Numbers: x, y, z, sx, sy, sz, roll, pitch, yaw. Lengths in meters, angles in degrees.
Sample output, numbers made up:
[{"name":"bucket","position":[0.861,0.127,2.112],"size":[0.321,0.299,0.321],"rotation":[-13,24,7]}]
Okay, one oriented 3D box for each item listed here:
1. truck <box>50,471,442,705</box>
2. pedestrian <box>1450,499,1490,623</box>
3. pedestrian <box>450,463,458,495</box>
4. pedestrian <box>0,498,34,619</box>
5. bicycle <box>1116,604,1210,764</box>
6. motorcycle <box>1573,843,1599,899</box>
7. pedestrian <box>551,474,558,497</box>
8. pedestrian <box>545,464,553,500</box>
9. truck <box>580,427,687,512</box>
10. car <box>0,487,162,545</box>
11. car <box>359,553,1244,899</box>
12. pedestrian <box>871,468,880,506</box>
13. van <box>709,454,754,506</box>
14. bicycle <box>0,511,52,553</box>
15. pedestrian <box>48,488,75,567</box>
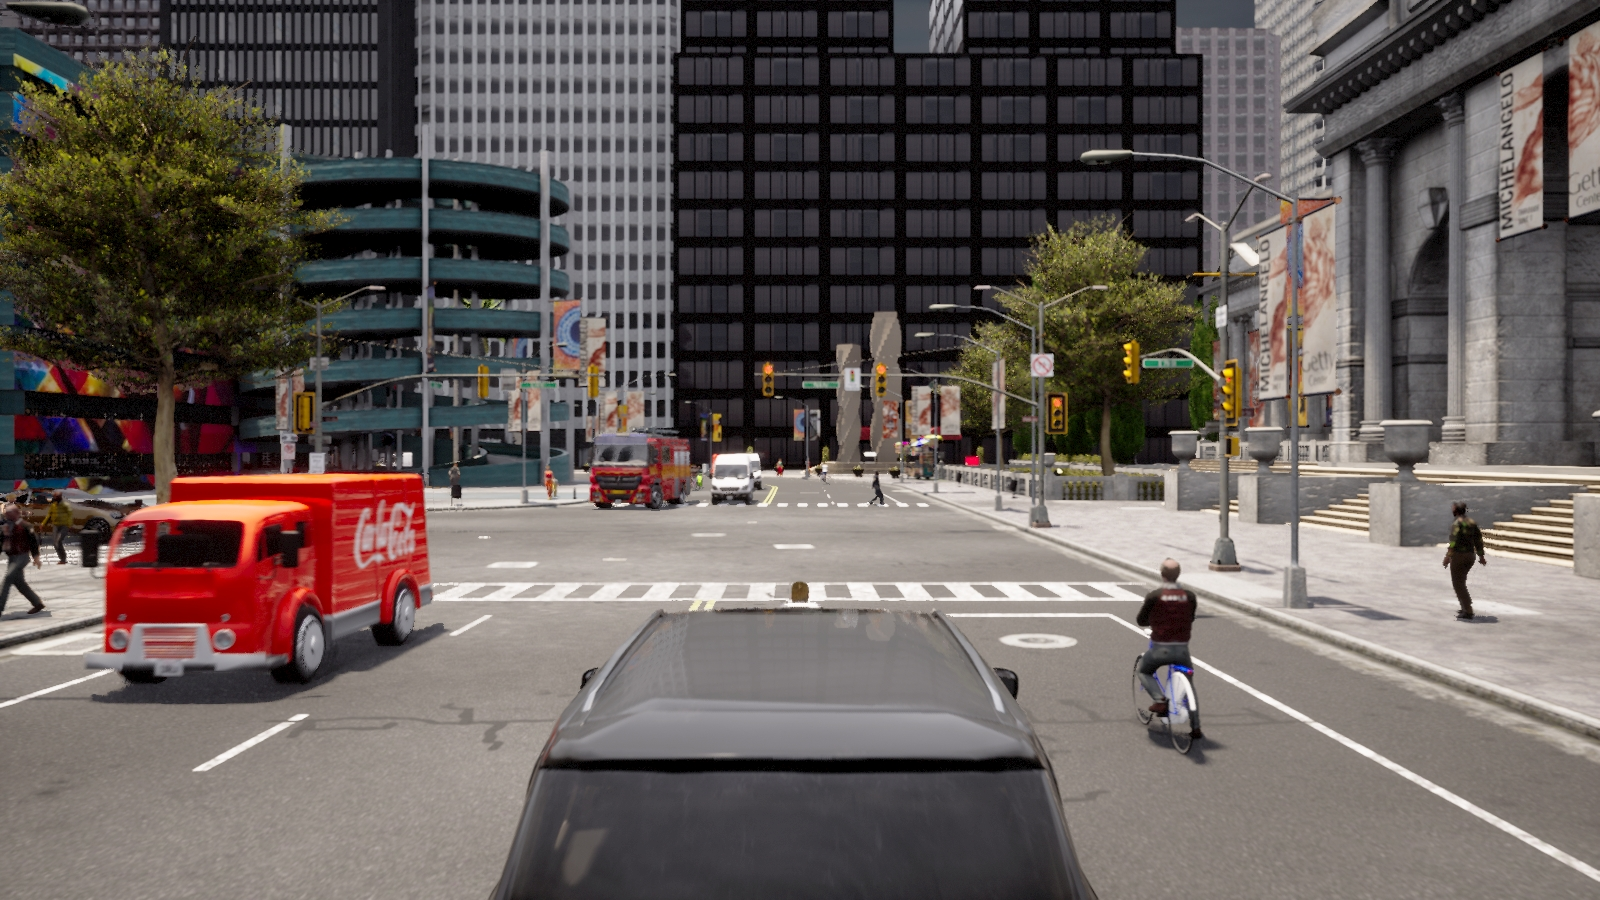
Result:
[{"name":"truck","position":[-6.899,1.565,15.147],"size":[2.627,2.467,5.204],"rotation":[0,0,1]},{"name":"pedestrian","position":[10.279,1.693,17.526],"size":[0.375,1.860,0.375],"rotation":[0,0,-15]},{"name":"pedestrian","position":[-20.358,1.687,67.201],"size":[0.375,1.860,0.375],"rotation":[0,0,-1]},{"name":"pedestrian","position":[-12.363,1.694,17.958],"size":[0.375,1.860,0.375],"rotation":[0,0,19]},{"name":"bicycle","position":[3.483,2.208,11.088],"size":[0.329,1.171,1.835],"rotation":[0,0,0]},{"name":"motorcycle","position":[3.509,2.181,3.649],"size":[0.856,1.236,1.805],"rotation":[0,0,0]},{"name":"pedestrian","position":[-13.633,1.967,63.492],"size":[0.375,1.300,0.375],"rotation":[0,0,-10]},{"name":"pedestrian","position":[-13.141,1.688,59.829],"size":[0.375,1.860,0.375],"rotation":[0,0,-6]},{"name":"truck","position":[-7.983,0.882,56.016],"size":[2.891,3.827,8.468],"rotation":[0,0,8]},{"name":"car","position":[-22.663,1.987,34.979],"size":[5.027,1.651,2.152],"rotation":[0,0,0]},{"name":"car","position":[0.021,1.779,5.560],"size":[2.150,2.045,5.566],"rotation":[0,0,0]},{"name":"pedestrian","position":[3.765,1.841,56.939],"size":[0.375,1.860,0.375],"rotation":[0,0,13]},{"name":"van","position":[-3.522,1.526,59.898],"size":[1.988,2.561,5.915],"rotation":[0,0,0]},{"name":"bicycle","position":[-21.586,2.252,31.407],"size":[1.487,1.080,0.859],"rotation":[0,0,2]},{"name":"pedestrian","position":[-17.627,1.845,27.278],"size":[0.375,1.860,0.375],"rotation":[0,0,7]}]
